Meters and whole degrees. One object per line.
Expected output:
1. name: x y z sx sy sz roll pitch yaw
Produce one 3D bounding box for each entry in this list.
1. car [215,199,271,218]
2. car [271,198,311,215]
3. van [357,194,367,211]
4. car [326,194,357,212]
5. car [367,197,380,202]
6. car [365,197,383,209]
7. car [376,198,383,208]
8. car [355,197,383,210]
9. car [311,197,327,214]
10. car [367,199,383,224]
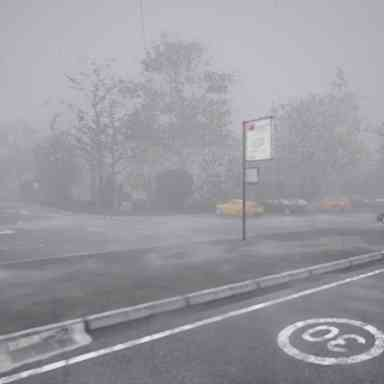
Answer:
1. car: 4.121 1.397 29.443 2.097 1.535 5.008 0 0 -35
2. car: 8.650 1.400 32.682 2.097 1.535 5.008 0 0 -35
3. van: 17.652 1.219 39.240 1.878 1.987 4.442 0 0 -36
4. car: 15.474 1.305 37.505 2.185 1.767 4.553 0 0 -36
5. car: 22.253 1.521 42.382 2.002 1.452 4.674 0 0 -36
6. car: 26.786 1.517 45.621 2.097 1.535 5.008 0 0 -36
7. car: 29.065 1.565 47.222 2.163 1.488 4.792 0 0 -36
8. car: 24.625 1.496 43.854 1.946 1.575 5.366 0 0 -36
9. car: 10.921 1.447 34.298 2.002 1.452 4.674 0 0 -35
10. car: 13.962 1.399 20.393 2.231 1.521 4.892 0 0 -35
